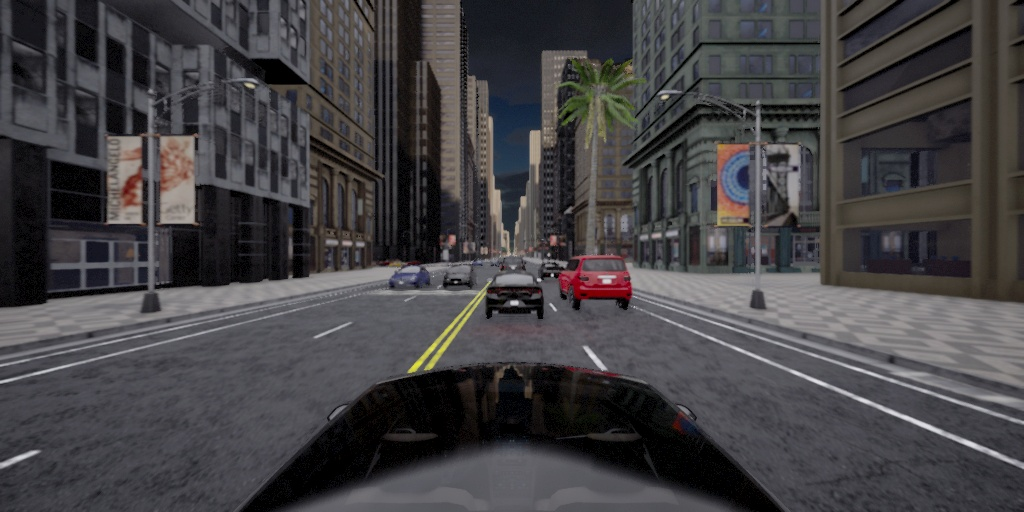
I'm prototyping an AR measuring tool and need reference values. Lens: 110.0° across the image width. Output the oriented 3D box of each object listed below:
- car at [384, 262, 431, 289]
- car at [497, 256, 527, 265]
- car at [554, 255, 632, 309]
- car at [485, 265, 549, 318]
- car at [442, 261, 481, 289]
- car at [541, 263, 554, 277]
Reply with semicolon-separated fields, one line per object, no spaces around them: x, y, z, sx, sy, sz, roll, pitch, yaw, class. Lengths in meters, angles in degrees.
-6.596;1.335;23.671;1.812;1.442;4.674;0;0;0;car
0.101;1.049;31.246;2.150;2.045;5.566;0;0;0;car
3.348;1.007;15.368;2.150;2.045;5.566;0;0;0;car
0.090;1.259;13.231;1.882;1.535;5.008;0;0;0;car
-3.345;1.315;23.758;1.837;1.490;4.892;0;0;0;car
3.351;1.335;32.212;1.837;1.490;4.892;0;0;0;car
